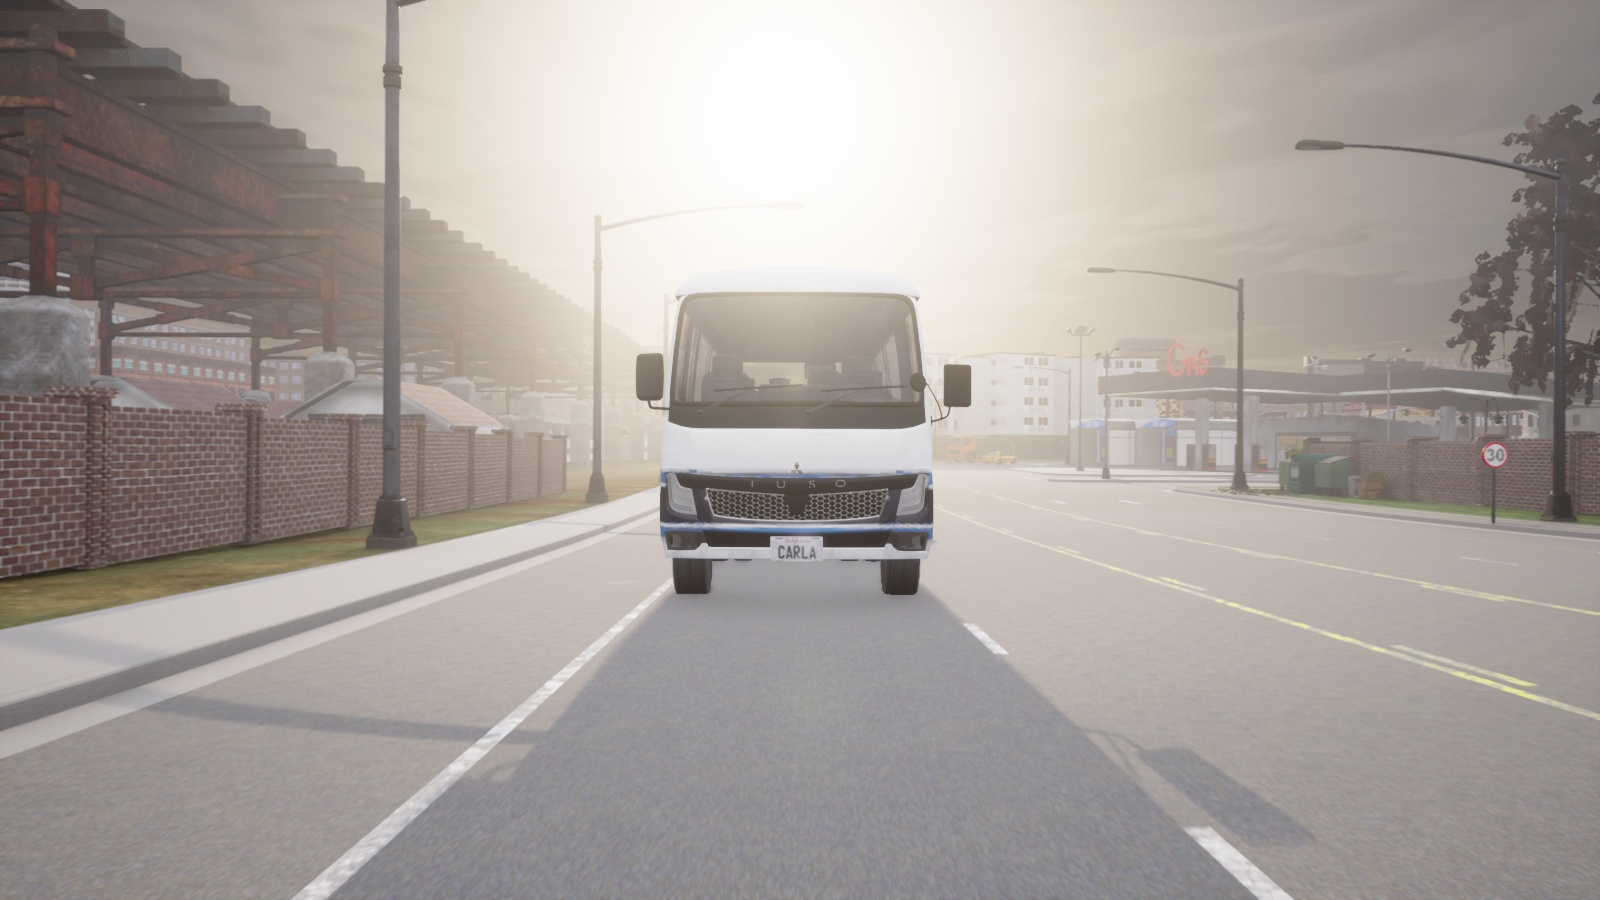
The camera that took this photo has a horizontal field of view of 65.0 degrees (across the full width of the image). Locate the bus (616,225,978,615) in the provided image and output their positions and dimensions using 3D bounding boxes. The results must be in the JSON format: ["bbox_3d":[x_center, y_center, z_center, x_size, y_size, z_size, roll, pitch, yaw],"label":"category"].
[{"bbox_3d":[-0.047,-0.250,18.868,3.944,4.253,10.273,0,-1,0],"label":"bus"}]
